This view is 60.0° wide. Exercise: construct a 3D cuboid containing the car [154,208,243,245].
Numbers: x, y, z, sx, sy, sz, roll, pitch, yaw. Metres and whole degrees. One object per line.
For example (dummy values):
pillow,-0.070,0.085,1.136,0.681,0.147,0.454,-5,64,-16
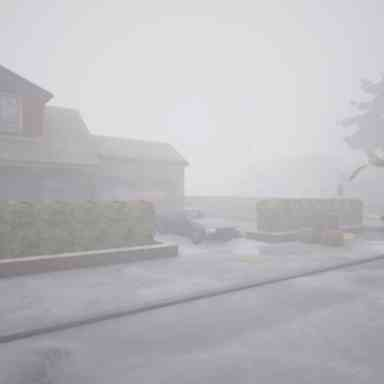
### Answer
car,-0.035,1.440,15.371,2.033,1.415,5.357,1,0,-33
